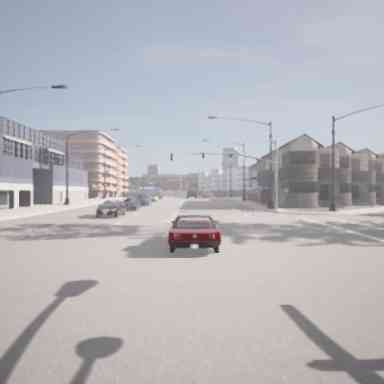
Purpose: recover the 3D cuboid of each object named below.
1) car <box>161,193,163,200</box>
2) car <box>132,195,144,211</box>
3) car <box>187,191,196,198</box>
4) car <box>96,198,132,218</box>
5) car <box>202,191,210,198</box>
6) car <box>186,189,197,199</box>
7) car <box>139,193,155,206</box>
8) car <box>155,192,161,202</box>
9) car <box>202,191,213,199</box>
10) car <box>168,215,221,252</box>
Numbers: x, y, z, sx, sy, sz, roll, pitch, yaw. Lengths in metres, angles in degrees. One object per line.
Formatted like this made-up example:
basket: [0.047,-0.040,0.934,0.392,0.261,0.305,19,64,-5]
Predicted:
car: [-7.036,0.792,68.601,1.837,1.490,4.892,0,1,0]
car: [-7.107,1.427,38.880,1.812,1.442,4.674,0,1,0]
car: [-0.044,0.662,82.863,2.128,1.511,4.902,0,-1,0]
car: [-7.114,1.449,29.625,2.128,1.511,4.902,0,0,0]
car: [3.456,0.614,82.866,1.882,1.535,5.008,0,-1,0]
car: [-0.038,0.478,72.464,2.150,2.045,5.566,0,0,0]
car: [-7.069,1.090,48.135,2.097,1.767,4.553,0,1,1]
car: [-7.031,1.077,58.293,1.895,1.301,4.718,0,1,0]
car: [3.461,0.608,72.821,2.097,1.767,4.553,0,0,0]
car: [0.092,1.581,13.699,1.895,1.301,4.718,0,0,0]
